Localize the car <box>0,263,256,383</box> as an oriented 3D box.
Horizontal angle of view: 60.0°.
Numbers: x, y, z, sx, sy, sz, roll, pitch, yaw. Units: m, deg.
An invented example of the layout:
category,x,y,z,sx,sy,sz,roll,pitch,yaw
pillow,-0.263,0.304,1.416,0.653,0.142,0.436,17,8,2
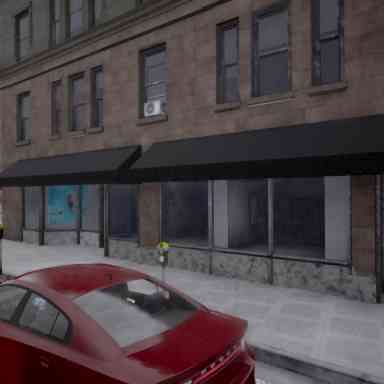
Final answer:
category,x,y,z,sx,sy,sz,roll,pitch,yaw
car,-1.497,1.545,3.933,4.507,1.381,1.887,0,0,36
